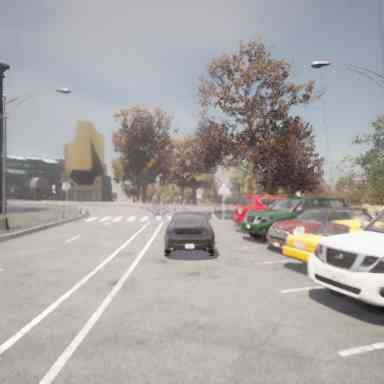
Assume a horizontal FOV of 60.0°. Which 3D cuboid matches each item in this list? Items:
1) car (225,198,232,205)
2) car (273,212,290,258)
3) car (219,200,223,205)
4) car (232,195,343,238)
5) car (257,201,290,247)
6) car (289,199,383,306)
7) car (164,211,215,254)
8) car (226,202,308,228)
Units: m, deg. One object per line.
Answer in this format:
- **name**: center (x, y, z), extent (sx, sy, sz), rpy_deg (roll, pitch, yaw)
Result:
- **car**: center (5.120, 1.234, 19.197), extent (5.566, 2.045, 2.435), rpy_deg (1, 0, -22)
- **car**: center (5.440, 1.531, 10.346), extent (5.366, 1.575, 1.946), rpy_deg (1, 0, -21)
- **car**: center (10.243, 2.584, 92.103), extent (5.566, 2.045, 2.150), rpy_deg (0, 0, 30)
- **car**: center (5.140, 1.251, 16.195), extent (5.566, 2.045, 2.435), rpy_deg (1, 1, -21)
- **car**: center (5.251, 1.395, 13.251), extent (4.553, 1.767, 2.185), rpy_deg (1, 1, -21)
- **car**: center (5.282, 1.281, 7.279), extent (5.566, 2.045, 2.435), rpy_deg (1, 0, -21)
- **car**: center (-0.102, 1.532, 13.551), extent (1.837, 1.490, 4.892), rpy_deg (0, 1, -1)
- **car**: center (5.005, 1.467, 22.157), extent (4.892, 1.521, 2.231), rpy_deg (1, 0, -22)
